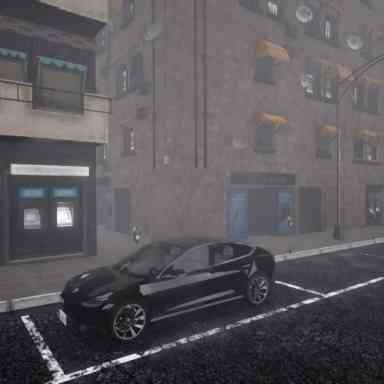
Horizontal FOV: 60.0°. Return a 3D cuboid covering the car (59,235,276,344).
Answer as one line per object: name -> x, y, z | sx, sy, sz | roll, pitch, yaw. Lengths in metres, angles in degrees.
car -> -0.224, 1.566, 6.415 | 4.313, 1.339, 1.947 | 0, 0, -36
